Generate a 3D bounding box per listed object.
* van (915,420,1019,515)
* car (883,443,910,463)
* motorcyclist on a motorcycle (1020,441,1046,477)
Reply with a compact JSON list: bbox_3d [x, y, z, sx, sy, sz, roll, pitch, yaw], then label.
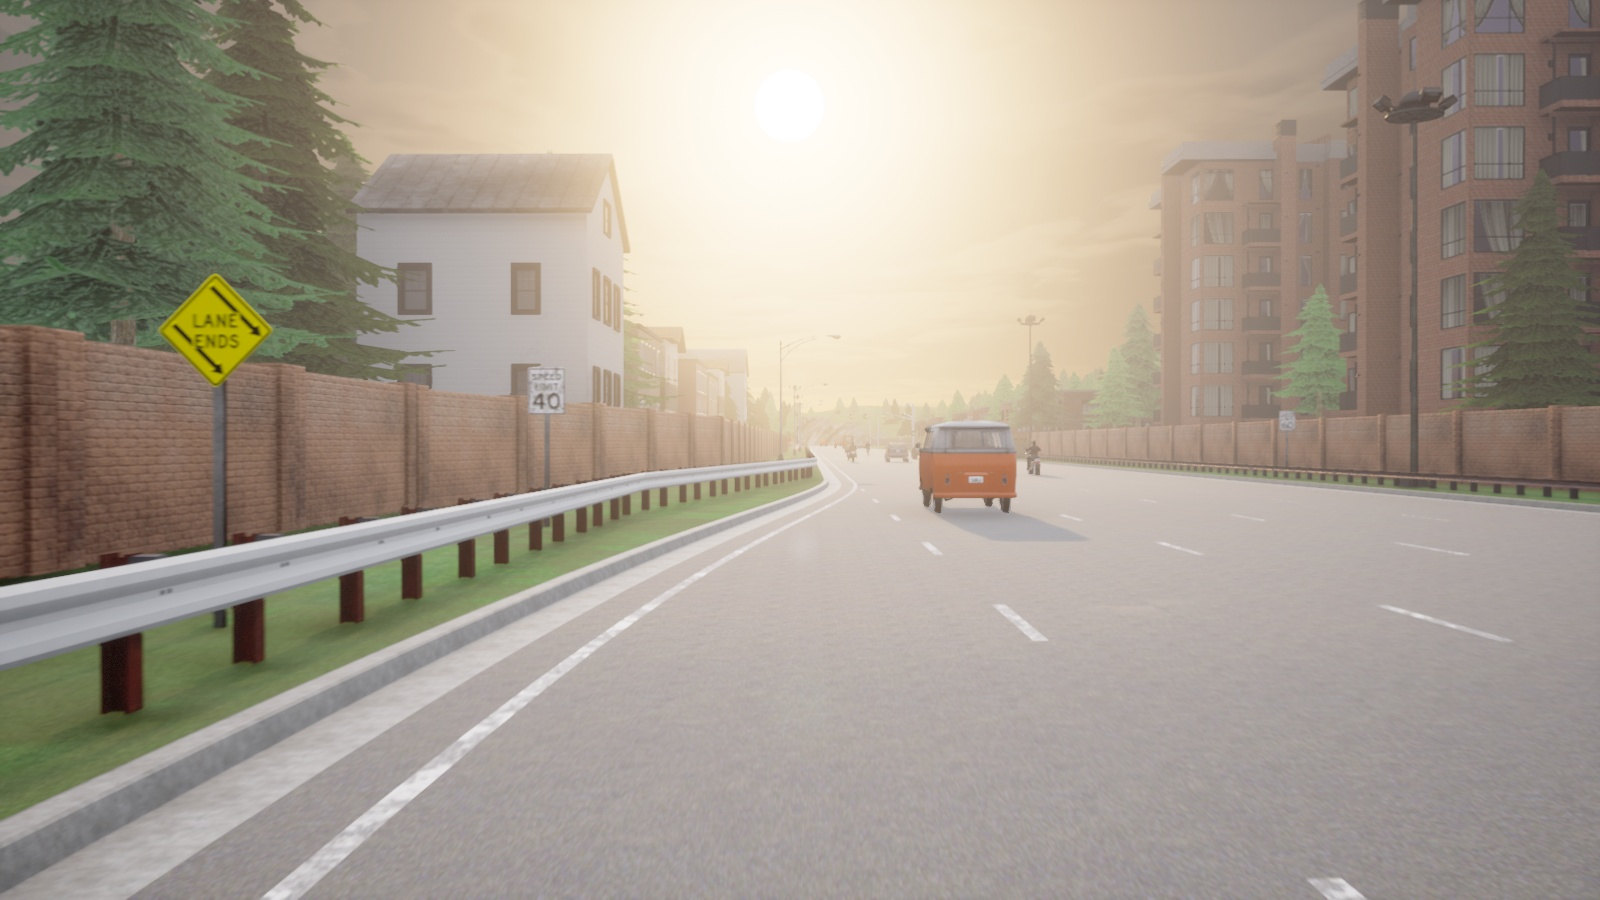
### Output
[{"bbox_3d":[3.676,0.351,28.280,1.775,1.987,4.442,0,0,0],"label":"van"},{"bbox_3d":[7.575,0.205,98.841,1.789,1.549,3.705,0,0,0],"label":"car"},{"bbox_3d":[10.847,0.394,58.479,0.766,1.649,2.350,0,0,0],"label":"motorcyclist on a motorcycle"}]
